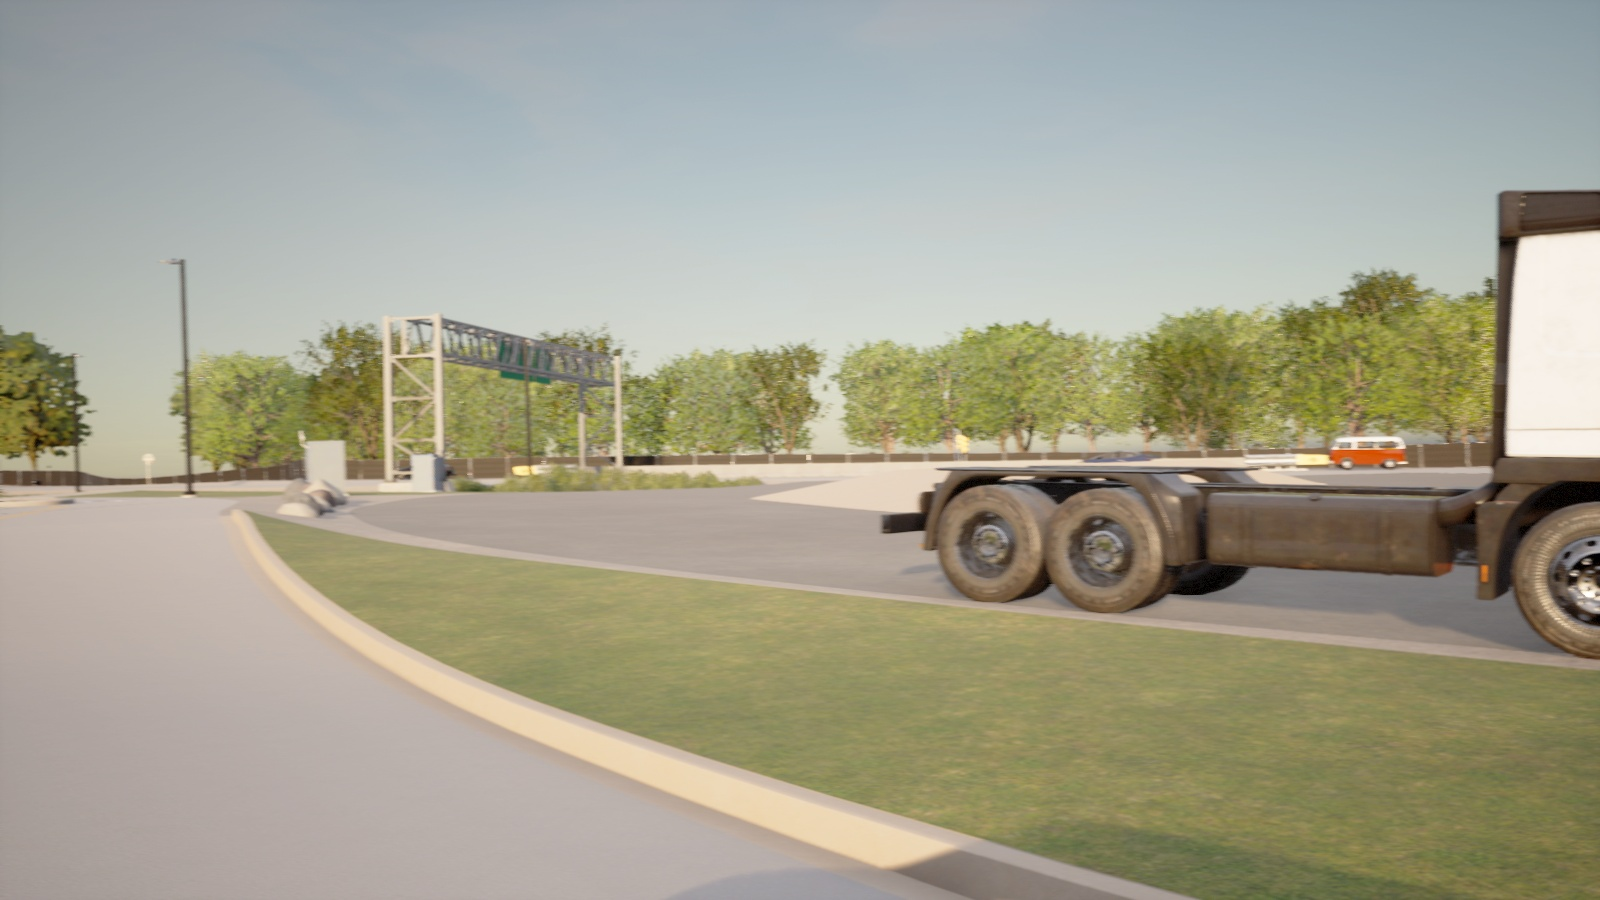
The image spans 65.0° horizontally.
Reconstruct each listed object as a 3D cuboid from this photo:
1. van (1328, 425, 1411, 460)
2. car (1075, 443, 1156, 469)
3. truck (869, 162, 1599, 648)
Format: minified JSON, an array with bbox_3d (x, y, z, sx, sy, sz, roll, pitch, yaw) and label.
[{"bbox_3d":[35.436,-0.461,78.267,4.480,2.038,2.069,-1,2,17],"label":"van"},{"bbox_3d":[19.737,0.381,78.624,4.792,1.488,2.163,-2,-1,14],"label":"car"},{"bbox_3d":[4.748,-0.311,11.485,7.936,3.462,2.891,-1,0,38],"label":"truck"}]
